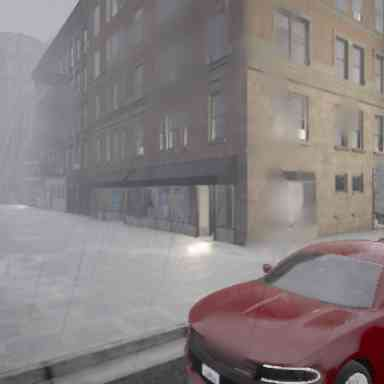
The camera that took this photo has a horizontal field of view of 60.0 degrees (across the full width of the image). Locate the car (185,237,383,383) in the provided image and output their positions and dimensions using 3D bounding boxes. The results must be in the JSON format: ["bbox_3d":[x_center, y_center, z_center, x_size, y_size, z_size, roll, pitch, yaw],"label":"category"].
[{"bbox_3d":[2.222,1.467,4.621,5.008,1.535,1.882,0,0,-35],"label":"car"}]
